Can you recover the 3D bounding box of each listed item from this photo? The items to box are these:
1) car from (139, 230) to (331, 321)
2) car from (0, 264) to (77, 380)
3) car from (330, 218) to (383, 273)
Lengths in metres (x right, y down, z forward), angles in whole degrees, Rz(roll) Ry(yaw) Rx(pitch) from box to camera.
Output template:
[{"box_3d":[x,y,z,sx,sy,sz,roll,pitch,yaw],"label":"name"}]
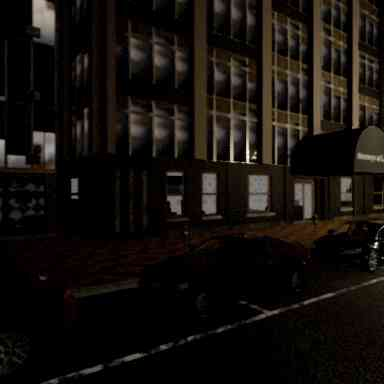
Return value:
[{"box_3d":[0.916,1.577,7.208,4.206,1.307,1.802,0,0,-35],"label":"car"},{"box_3d":[-3.727,1.546,3.903,4.507,1.381,1.887,0,0,-35],"label":"car"},{"box_3d":[5.557,1.538,10.512,4.403,1.369,2.008,0,0,-35],"label":"car"}]
